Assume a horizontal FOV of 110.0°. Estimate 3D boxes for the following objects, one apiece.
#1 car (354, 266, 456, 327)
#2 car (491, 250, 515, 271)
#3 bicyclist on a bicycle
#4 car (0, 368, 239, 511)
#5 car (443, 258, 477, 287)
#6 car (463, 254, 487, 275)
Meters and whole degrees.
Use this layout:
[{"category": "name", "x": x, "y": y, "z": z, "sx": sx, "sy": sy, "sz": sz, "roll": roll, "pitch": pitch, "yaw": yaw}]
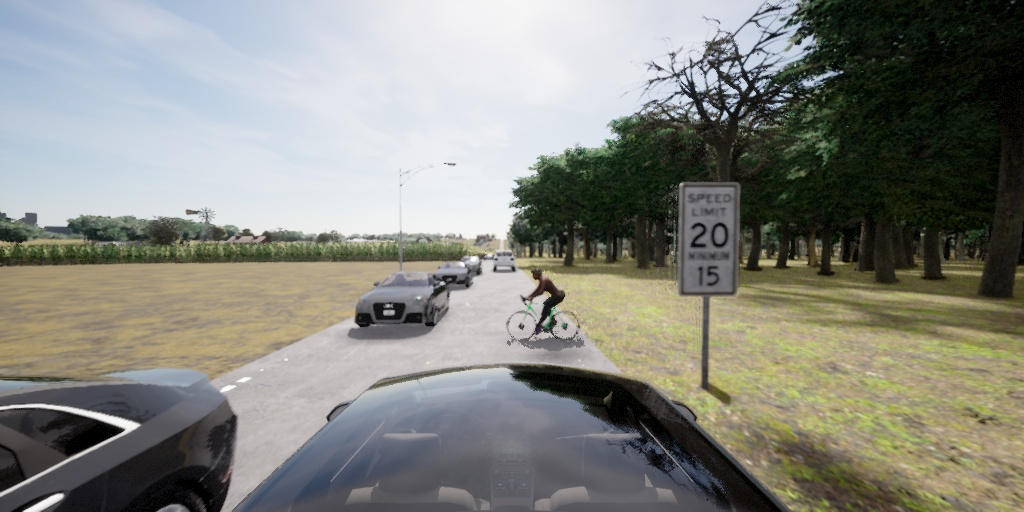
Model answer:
[{"category": "car", "x": -3.064, "y": 1.173, "z": 10.801, "sx": 1.994, "sy": 1.385, "sz": 4.181, "roll": 0, "pitch": 1, "yaw": -1}, {"category": "car", "x": -0.821, "y": 0.427, "z": 37.382, "sx": 2.150, "sy": 2.045, "sz": 5.566, "roll": 0, "pitch": 1, "yaw": -2}, {"category": "bicyclist on a bicycle", "x": 0.696, "y": 1.094, "z": 7.971, "sx": 1.656, "sy": 1.620, "sz": 0.582, "roll": 0, "pitch": 1, "yaw": -2}, {"category": "car", "x": -2.791, "y": 1.288, "z": 0.503, "sx": 1.837, "sy": 1.490, "sz": 4.892, "roll": 0, "pitch": 1, "yaw": -2}, {"category": "car", "x": -3.323, "y": 1.019, "z": 20.852, "sx": 1.994, "sy": 1.385, "sz": 4.181, "roll": 0, "pitch": 1, "yaw": -1}, {"category": "car", "x": -3.551, "y": 0.797, "z": 30.903, "sx": 2.128, "sy": 1.511, "sz": 4.902, "roll": 0, "pitch": 1, "yaw": -1}]
